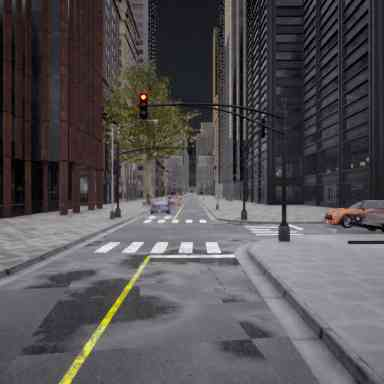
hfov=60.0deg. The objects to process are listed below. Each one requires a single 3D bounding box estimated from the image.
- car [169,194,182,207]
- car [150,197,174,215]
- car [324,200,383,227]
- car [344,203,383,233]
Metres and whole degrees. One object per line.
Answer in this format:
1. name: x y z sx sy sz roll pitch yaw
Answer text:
1. car: -3.052 1.381 52.190 2.097 1.767 4.553 0 0 0
2. car: -3.074 1.532 33.565 1.812 1.442 4.674 0 0 0
3. car: 10.860 1.311 21.182 4.553 1.767 2.097 0 0 0
4. car: 11.538 1.491 18.082 5.357 1.411 2.033 0 0 0
